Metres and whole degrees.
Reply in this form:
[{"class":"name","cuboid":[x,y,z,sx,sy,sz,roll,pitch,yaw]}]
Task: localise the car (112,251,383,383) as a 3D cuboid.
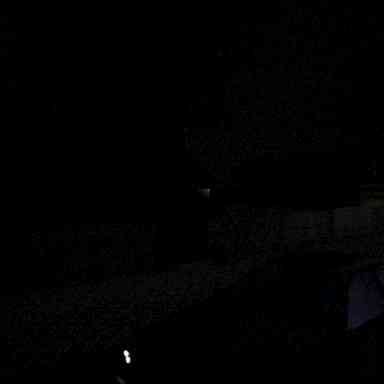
[{"class":"car","cuboid":[1.736,1.582,4.477,5.357,1.411,2.033,0,-1,-39]}]
